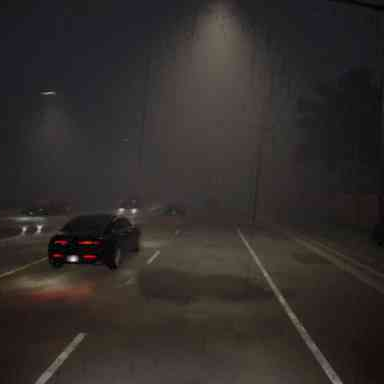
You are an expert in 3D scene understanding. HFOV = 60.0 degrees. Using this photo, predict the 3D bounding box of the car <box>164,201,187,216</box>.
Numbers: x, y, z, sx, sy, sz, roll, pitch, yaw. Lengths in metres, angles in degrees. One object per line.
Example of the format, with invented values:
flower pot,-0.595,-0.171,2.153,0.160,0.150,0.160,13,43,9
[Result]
car,-1.510,1.580,32.823,1.895,1.301,4.718,1,0,4

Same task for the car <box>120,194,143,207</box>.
car,-7.913,1.194,43.650,2.097,1.767,4.553,1,0,4

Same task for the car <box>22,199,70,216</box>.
car,-12.476,1.302,28.880,2.033,1.411,5.357,1,0,4

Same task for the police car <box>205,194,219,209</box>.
police car,2.824,1.522,46.415,1.930,1.638,5.238,1,-1,4

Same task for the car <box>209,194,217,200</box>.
car,5.655,1.247,88.675,2.128,1.511,4.902,1,0,4

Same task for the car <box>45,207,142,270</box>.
car,-2.920,1.463,10.955,1.837,1.490,4.892,1,0,3
